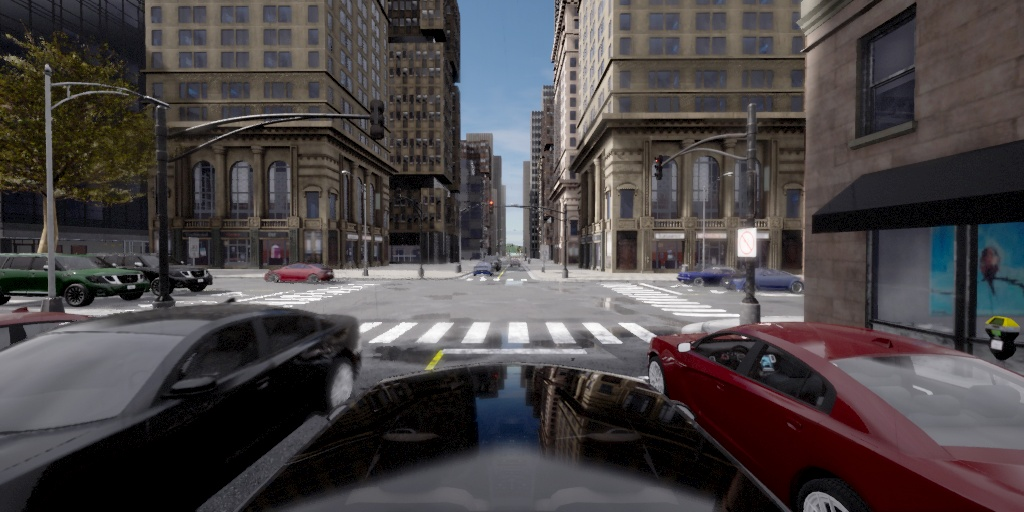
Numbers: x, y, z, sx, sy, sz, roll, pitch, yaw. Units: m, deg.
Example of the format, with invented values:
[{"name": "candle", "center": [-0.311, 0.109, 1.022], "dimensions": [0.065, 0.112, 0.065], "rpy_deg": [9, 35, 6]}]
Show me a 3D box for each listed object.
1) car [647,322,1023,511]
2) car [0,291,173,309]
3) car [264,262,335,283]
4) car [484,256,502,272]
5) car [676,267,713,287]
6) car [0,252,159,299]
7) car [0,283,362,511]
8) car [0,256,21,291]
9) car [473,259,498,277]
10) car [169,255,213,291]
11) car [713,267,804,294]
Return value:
[{"name": "car", "center": [2.771, 1.294, 3.396], "dimensions": [1.888, 1.381, 4.507], "rpy_deg": [0, 0, 0]}, {"name": "car", "center": [-5.754, 1.295, 3.466], "dimensions": [1.888, 1.381, 4.507], "rpy_deg": [0, 0, 0]}, {"name": "car", "center": [-14.501, 1.130, 24.611], "dimensions": [4.181, 1.385, 1.994], "rpy_deg": [0, 1, 1]}, {"name": "car", "center": [-2.697, 0.962, 46.543], "dimensions": [2.150, 2.045, 5.566], "rpy_deg": [0, 0, 1]}, {"name": "car", "center": [13.817, 1.402, 24.355], "dimensions": [4.718, 1.301, 1.895], "rpy_deg": [0, 1, 1]}, {"name": "car", "center": [-18.336, 0.901, 14.691], "dimensions": [5.566, 2.045, 2.150], "rpy_deg": [0, 1, 1]}, {"name": "car", "center": [-3.107, 1.227, 3.133], "dimensions": [1.882, 1.535, 5.008], "rpy_deg": [0, 0, 1]}, {"name": "car", "center": [-28.414, 0.902, 18.036], "dimensions": [4.553, 1.767, 2.097], "rpy_deg": [0, 1, 1]}, {"name": "car", "center": [-2.797, 1.290, 36.247], "dimensions": [2.033, 1.411, 5.357], "rpy_deg": [0, 0, 0]}, {"name": "car", "center": [-18.327, 0.854, 17.941], "dimensions": [5.566, 2.045, 2.150], "rpy_deg": [0, 1, 1]}, {"name": "car", "center": [14.641, 1.419, 21.097], "dimensions": [4.181, 1.385, 1.994], "rpy_deg": [0, 1, 0]}]
